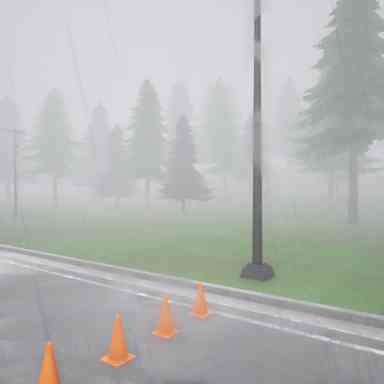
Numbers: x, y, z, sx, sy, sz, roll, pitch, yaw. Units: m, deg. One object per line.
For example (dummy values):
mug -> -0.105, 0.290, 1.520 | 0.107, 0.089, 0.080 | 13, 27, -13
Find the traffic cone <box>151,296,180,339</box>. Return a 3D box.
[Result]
traffic cone -> -0.417, 1.955, 5.298 | 0.340, 0.580, 0.340 | 0, 0, 35

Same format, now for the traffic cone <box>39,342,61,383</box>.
traffic cone -> -1.571, 1.955, 3.664 | 0.340, 0.580, 0.340 | 0, 0, 35

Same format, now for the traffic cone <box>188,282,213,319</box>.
traffic cone -> 0.161, 1.955, 6.114 | 0.340, 0.580, 0.340 | 0, 0, 35

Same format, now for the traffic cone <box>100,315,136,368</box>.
traffic cone -> -0.994, 1.955, 4.481 | 0.340, 0.580, 0.340 | 0, 0, 35
